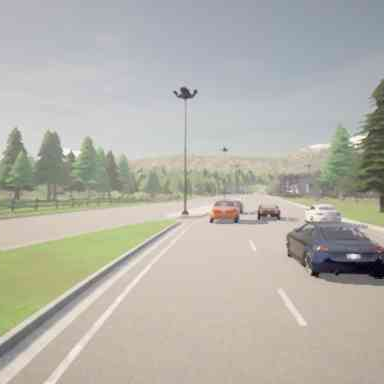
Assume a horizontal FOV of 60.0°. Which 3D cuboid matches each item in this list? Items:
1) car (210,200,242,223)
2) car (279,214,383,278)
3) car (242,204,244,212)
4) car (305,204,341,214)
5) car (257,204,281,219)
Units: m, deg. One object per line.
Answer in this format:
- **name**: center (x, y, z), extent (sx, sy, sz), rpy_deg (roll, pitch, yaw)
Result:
- **car**: center (2.672, 1.408, 26.460), extent (2.097, 1.767, 4.553), rpy_deg (0, 0, 10)
- **car**: center (4.205, 1.593, 10.337), extent (1.994, 1.385, 4.181), rpy_deg (0, 0, 4)
- **car**: center (4.818, 1.628, 37.704), extent (2.033, 1.411, 5.357), rpy_deg (0, 0, 12)
- **car**: center (9.218, 1.590, 23.554), extent (1.812, 1.442, 4.674), rpy_deg (0, 0, 9)
- **car**: center (6.740, 1.671, 29.494), extent (1.895, 1.301, 4.718), rpy_deg (0, 0, 11)
